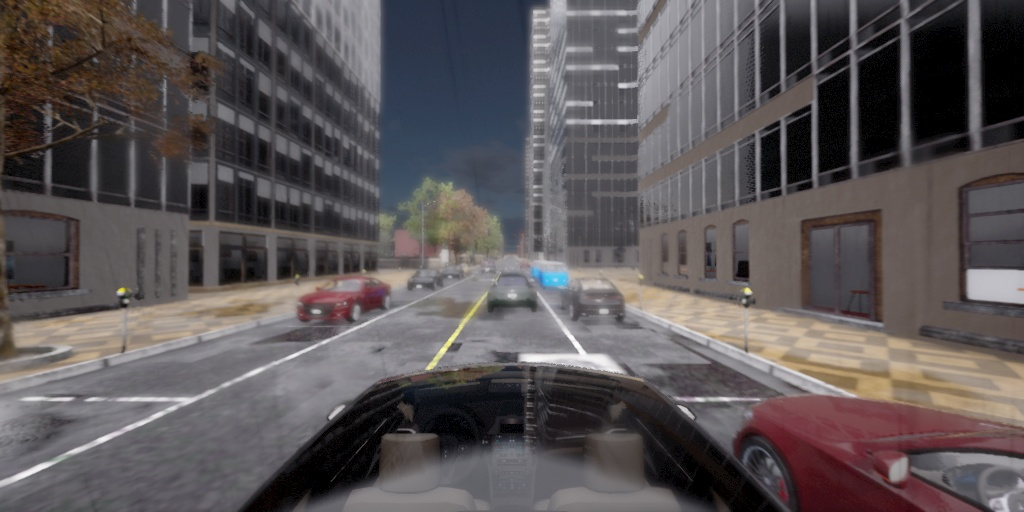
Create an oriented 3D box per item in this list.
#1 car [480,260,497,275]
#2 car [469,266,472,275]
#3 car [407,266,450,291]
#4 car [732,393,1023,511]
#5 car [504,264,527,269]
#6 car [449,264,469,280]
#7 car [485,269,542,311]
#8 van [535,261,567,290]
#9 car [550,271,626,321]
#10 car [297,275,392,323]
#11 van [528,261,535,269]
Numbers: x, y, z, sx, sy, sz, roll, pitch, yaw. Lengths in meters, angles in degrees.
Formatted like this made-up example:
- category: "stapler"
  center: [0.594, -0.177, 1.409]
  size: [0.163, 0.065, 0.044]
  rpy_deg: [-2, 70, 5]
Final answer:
- category: "car"
  center: [-3.004, 1.578, 46.376]
  size: [2.128, 1.511, 4.902]
  rpy_deg: [0, 0, 0]
- category: "car"
  center: [-5.805, 1.589, 42.724]
  size: [1.751, 1.417, 4.829]
  rpy_deg: [0, 0, 0]
- category: "car"
  center: [-5.682, 1.514, 24.093]
  size: [1.948, 1.339, 4.313]
  rpy_deg: [0, 0, 0]
- category: "car"
  center: [2.691, 1.328, 1.284]
  size: [1.802, 1.307, 4.207]
  rpy_deg: [0, 0, 0]
- category: "car"
  center: [0.030, 1.588, 30.071]
  size: [1.895, 1.301, 4.718]
  rpy_deg: [0, 0, 1]
- category: "car"
  center: [-5.759, 1.585, 35.490]
  size: [1.948, 1.339, 4.313]
  rpy_deg: [0, 0, 0]
- category: "car"
  center: [0.028, 1.444, 15.165]
  size: [1.994, 1.385, 4.181]
  rpy_deg: [0, 0, 1]
- category: "van"
  center: [2.699, 1.289, 24.092]
  size: [1.690, 1.789, 3.998]
  rpy_deg: [0, 0, 0]
- category: "car"
  center: [2.695, 1.408, 12.685]
  size: [2.007, 1.370, 4.403]
  rpy_deg: [0, 0, 0]
- category: "car"
  center: [-5.686, 1.403, 12.687]
  size: [1.888, 1.381, 4.507]
  rpy_deg: [0, 0, 0]
- category: "van"
  center: [2.784, 1.360, 35.489]
  size: [1.690, 1.789, 3.998]
  rpy_deg: [0, 0, 0]
